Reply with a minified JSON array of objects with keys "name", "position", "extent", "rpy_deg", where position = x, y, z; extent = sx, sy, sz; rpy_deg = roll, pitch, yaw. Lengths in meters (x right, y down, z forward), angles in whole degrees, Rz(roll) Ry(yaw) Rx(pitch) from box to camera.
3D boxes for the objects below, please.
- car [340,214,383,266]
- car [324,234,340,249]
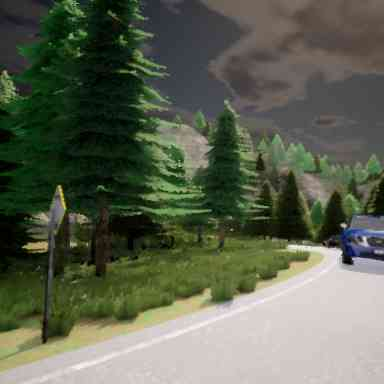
[{"name":"car","position":[7.622,1.985,14.111],"extent":[2.150,2.045,5.566],"rpy_deg":[2,-5,24]},{"name":"car","position":[13.334,4.366,29.165],"extent":[1.994,1.385,4.181],"rpy_deg":[3,-7,-3]}]
